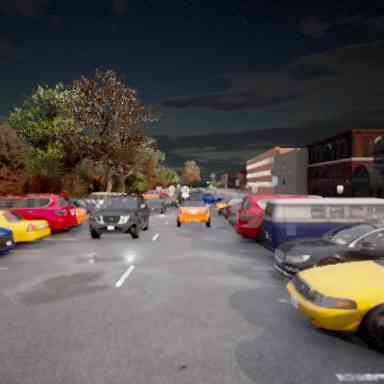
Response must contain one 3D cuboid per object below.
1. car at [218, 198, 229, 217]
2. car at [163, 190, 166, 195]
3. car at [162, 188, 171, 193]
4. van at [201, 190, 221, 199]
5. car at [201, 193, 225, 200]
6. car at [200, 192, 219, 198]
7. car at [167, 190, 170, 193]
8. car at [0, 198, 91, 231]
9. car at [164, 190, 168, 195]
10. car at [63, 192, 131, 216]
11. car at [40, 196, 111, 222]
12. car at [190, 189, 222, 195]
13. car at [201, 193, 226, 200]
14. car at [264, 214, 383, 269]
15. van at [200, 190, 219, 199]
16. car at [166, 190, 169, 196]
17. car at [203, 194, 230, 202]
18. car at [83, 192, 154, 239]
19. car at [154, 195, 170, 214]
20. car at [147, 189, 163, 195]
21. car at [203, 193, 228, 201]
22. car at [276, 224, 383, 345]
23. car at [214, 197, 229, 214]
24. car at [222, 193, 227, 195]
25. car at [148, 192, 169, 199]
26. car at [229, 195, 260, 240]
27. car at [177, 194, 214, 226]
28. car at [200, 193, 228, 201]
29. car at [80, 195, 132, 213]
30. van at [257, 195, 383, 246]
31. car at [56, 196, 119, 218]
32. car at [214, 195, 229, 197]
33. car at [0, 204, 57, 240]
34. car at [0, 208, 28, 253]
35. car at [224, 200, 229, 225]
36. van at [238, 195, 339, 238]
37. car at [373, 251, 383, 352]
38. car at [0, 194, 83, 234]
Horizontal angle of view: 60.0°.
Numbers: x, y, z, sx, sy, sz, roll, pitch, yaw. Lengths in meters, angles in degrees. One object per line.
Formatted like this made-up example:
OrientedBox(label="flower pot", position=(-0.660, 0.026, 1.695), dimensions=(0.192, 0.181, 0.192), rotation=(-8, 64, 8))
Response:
OrientedBox(label="car", position=(4.531, 1.393, 24.927), dimensions=(4.674, 1.452, 2.002), rotation=(0, 0, 0))
OrientedBox(label="car", position=(-8.217, 0.933, 64.814), dimensions=(5.008, 1.535, 2.097), rotation=(0, 0, 0))
OrientedBox(label="car", position=(-8.156, 0.582, 78.930), dimensions=(5.566, 2.045, 2.435), rotation=(0, 0, 0))
OrientedBox(label="van", position=(4.269, 0.627, 76.246), dimensions=(4.442, 1.987, 1.878), rotation=(0, 0, 0))
OrientedBox(label="car", position=(4.366, 0.893, 70.596), dimensions=(5.008, 1.535, 2.097), rotation=(0, 0, 0))
OrientedBox(label="car", position=(4.404, 0.804, 84.738), dimensions=(4.674, 1.452, 2.002), rotation=(0, 1, 0))
OrientedBox(label="car", position=(-8.162, 0.883, 76.109), dimensions=(4.792, 1.488, 2.163), rotation=(0, 0, 0))
OrientedBox(label="car", position=(-8.513, 1.256, 19.352), dimensions=(4.553, 1.767, 2.185), rotation=(0, 0, 0))
OrientedBox(label="car", position=(-8.213, 0.893, 70.586), dimensions=(4.892, 1.521, 2.231), rotation=(0, 0, 0))
OrientedBox(label="car", position=(-8.576, 1.072, 30.492), dimensions=(5.566, 2.045, 2.435), rotation=(0, 0, 0))
OrientedBox(label="car", position=(-8.577, 1.228, 24.797), dimensions=(4.553, 1.767, 2.185), rotation=(0, 0, 0))
OrientedBox(label="car", position=(1.324, 1.008, 39.648), dimensions=(2.150, 2.045, 5.566), rotation=(-1, 1, 23))
OrientedBox(label="car", position=(4.370, 0.913, 67.772), dimensions=(5.008, 1.535, 2.097), rotation=(0, 0, 0))
OrientedBox(label="car", position=(4.544, 1.440, 8.227), dimensions=(4.892, 1.521, 2.231), rotation=(0, 0, 0))
OrientedBox(label="van", position=(4.282, 0.584, 81.777), dimensions=(4.442, 1.987, 1.878), rotation=(0, 1, 0))
OrientedBox(label="car", position=(-8.169, 0.903, 73.285), dimensions=(4.792, 1.488, 2.163), rotation=(0, 0, 0))
OrientedBox(label="car", position=(4.341, 1.013, 59.294), dimensions=(4.674, 1.452, 2.002), rotation=(0, 0, 0))
OrientedBox(label="car", position=(-3.504, 1.173, 17.102), dimensions=(2.150, 2.045, 5.566), rotation=(0, 0, 0))
OrientedBox(label="car", position=(-3.527, 1.341, 32.489), dimensions=(1.837, 1.490, 4.892), rotation=(0, 0, 1))
OrientedBox(label="car", position=(-8.197, 0.827, 62.114), dimensions=(4.553, 1.767, 2.185), rotation=(0, 0, 0))
OrientedBox(label="car", position=(4.348, 0.993, 62.120), dimensions=(4.674, 1.452, 2.002), rotation=(0, 0, 0))
OrientedBox(label="car", position=(4.353, 1.450, 5.444), dimensions=(5.366, 1.575, 1.946), rotation=(0, 0, 0))
OrientedBox(label="car", position=(4.504, 1.368, 27.710), dimensions=(4.792, 1.488, 2.163), rotation=(0, 0, 0))
OrientedBox(label="car", position=(4.308, 1.023, 56.468), dimensions=(4.792, 1.488, 2.163), rotation=(0, 0, 0))
OrientedBox(label="car", position=(-8.171, 0.809, 81.767), dimensions=(5.008, 1.535, 2.097), rotation=(0, 0, 0))
OrientedBox(label="car", position=(4.565, 1.160, 13.793), dimensions=(5.566, 2.045, 2.435), rotation=(0, 0, 0))
OrientedBox(label="car", position=(0.096, 1.239, 22.294), dimensions=(2.097, 1.767, 4.553), rotation=(0, 0, 0))
OrientedBox(label="car", position=(4.172, 0.930, 64.946), dimensions=(5.366, 1.575, 1.946), rotation=(0, 0, 0))
OrientedBox(label="car", position=(-8.517, 1.184, 33.278), dimensions=(4.553, 1.767, 2.185), rotation=(0, 0, 0))
OrientedBox(label="van", position=(4.654, 1.200, 11.010), dimensions=(4.442, 1.987, 1.878), rotation=(0, 0, 0))
OrientedBox(label="car", position=(-8.578, 1.213, 27.582), dimensions=(4.553, 1.767, 2.185), rotation=(0, 0, 0))
OrientedBox(label="car", position=(4.718, 1.321, 30.493), dimensions=(5.366, 1.575, 1.946), rotation=(0, 0, 0))
OrientedBox(label="car", position=(-8.729, 1.408, 13.659), dimensions=(5.366, 1.575, 1.946), rotation=(0, 0, 0))
OrientedBox(label="car", position=(-8.548, 1.425, 10.999), dimensions=(5.008, 1.535, 2.097), rotation=(0, 0, 0))
OrientedBox(label="car", position=(4.542, 1.383, 19.360), dimensions=(4.892, 1.521, 2.231), rotation=(0, 0, 0))
OrientedBox(label="van", position=(4.652, 1.171, 16.452), dimensions=(4.442, 1.987, 1.878), rotation=(0, 0, 0))
OrientedBox(label="car", position=(4.533, 1.468, 2.661), dimensions=(4.892, 1.521, 2.231), rotation=(0, 0, 0))
OrientedBox(label="car", position=(-8.572, 1.146, 16.442), dimensions=(5.566, 2.045, 2.435), rotation=(0, 0, 0))
